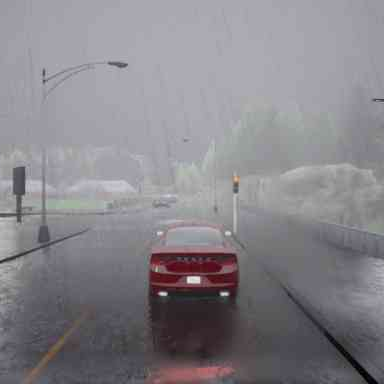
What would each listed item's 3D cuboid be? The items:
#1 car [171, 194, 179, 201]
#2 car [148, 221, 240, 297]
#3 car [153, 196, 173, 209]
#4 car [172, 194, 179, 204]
[{"bbox_3d":[-4.069,1.312,80.401,1.812,1.442,4.674,0,0,0],"label":"car"},{"bbox_3d":[0.052,1.477,8.630,1.882,1.535,5.008,0,0,0],"label":"car"},{"bbox_3d":[-4.136,1.563,46.063,1.994,1.385,4.181,0,0,0],"label":"car"},{"bbox_3d":[-4.097,1.563,64.722,1.994,1.385,4.181,0,0,0],"label":"car"}]
